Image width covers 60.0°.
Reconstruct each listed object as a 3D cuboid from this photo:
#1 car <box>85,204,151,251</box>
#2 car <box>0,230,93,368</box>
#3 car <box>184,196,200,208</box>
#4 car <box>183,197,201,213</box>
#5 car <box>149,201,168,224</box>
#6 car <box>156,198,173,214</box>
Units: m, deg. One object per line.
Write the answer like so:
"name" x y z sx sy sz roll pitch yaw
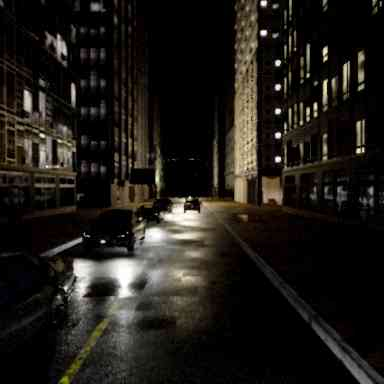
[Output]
"car" -3.091 1.477 14.009 1.837 1.490 4.892 0 0 0
"car" -3.099 1.543 4.171 2.033 1.411 5.357 0 0 0
"car" 0.029 1.393 47.183 2.128 1.511 4.902 0 0 0
"car" 0.011 1.468 35.138 2.033 1.411 5.357 0 0 0
"car" -3.084 1.550 24.337 1.895 1.301 4.718 0 0 0
"car" -3.033 1.404 35.082 1.882 1.535 5.008 0 0 0
